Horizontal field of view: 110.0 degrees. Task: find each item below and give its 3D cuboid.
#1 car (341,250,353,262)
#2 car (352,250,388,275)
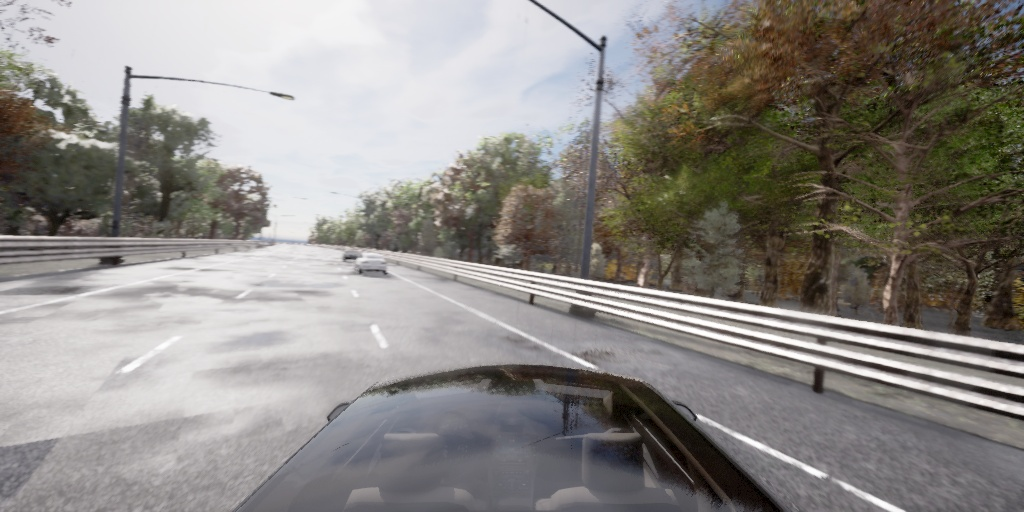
[{"bbox_3d":[-18.049,-0.014,40.383,1.895,1.301,4.718,5,0,-28],"label":"car"},{"bbox_3d":[-10.061,0.498,25.577,1.812,1.442,4.674,5,0,-28],"label":"car"}]
